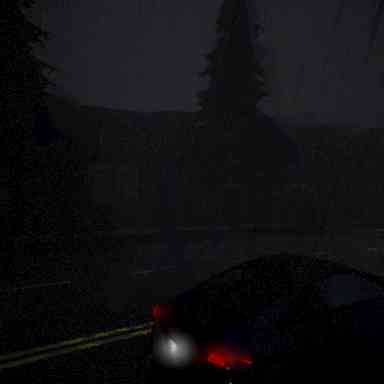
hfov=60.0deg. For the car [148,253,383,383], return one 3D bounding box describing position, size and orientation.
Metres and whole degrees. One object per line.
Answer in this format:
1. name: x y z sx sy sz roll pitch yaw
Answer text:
1. car: 1.560 1.546 4.339 4.181 1.385 1.994 0 0 -30
